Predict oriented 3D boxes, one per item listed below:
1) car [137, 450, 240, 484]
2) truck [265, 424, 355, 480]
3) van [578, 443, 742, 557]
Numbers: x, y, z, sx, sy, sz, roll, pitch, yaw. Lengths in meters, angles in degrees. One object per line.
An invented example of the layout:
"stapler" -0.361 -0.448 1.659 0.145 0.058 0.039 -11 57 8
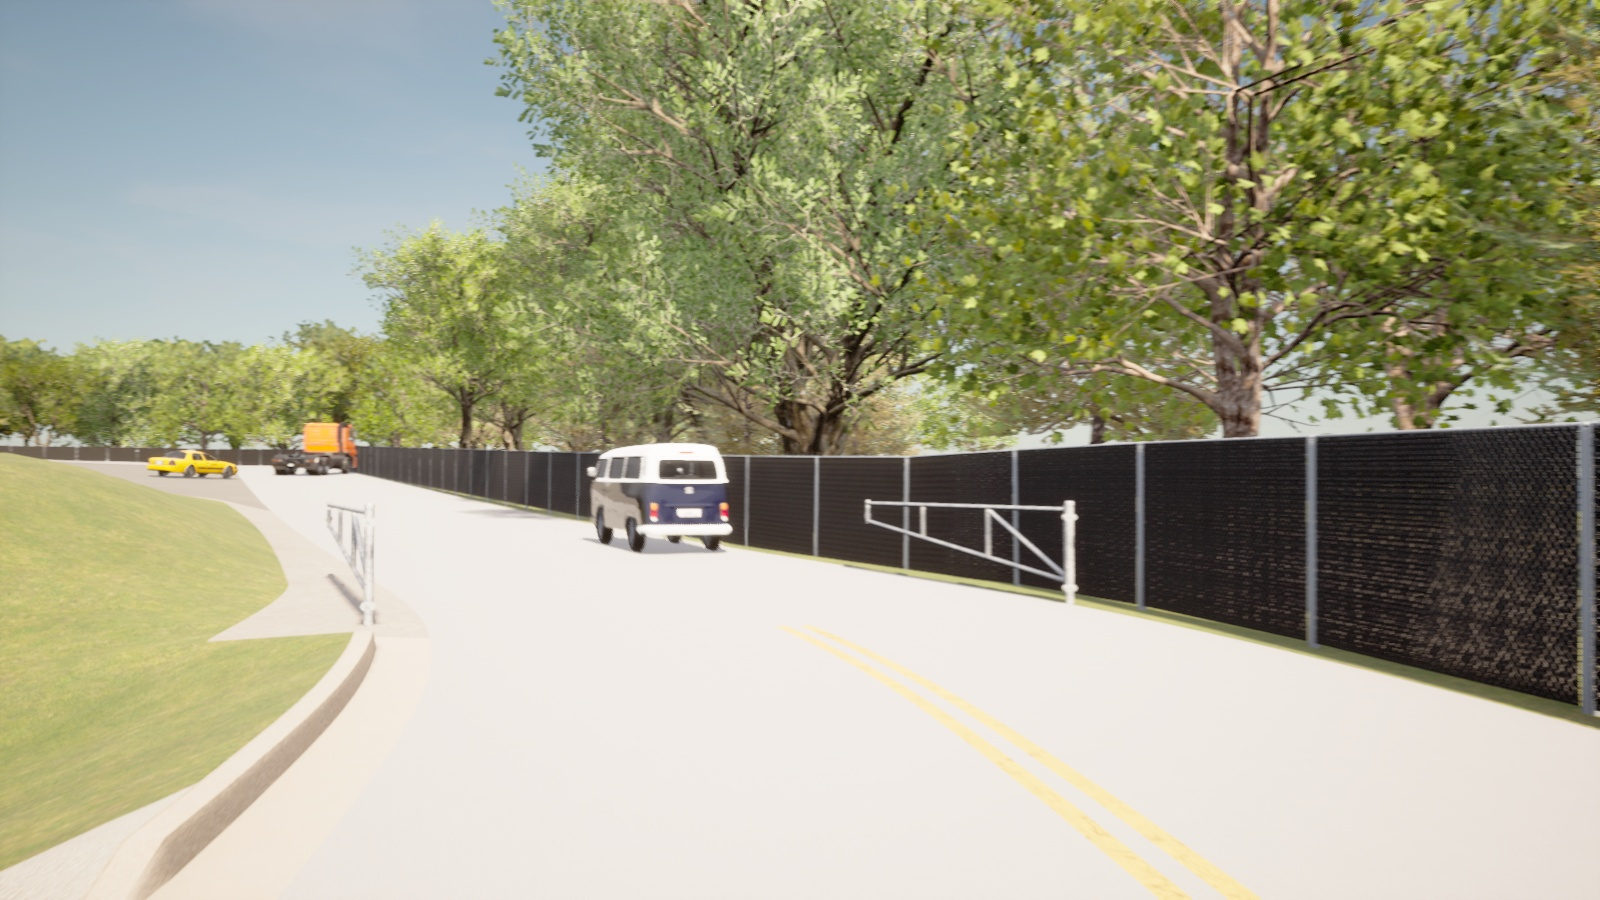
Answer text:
"car" -32.494 0.941 66.883 1.801 1.575 5.366 3 -1 14
"truck" -31.726 0.118 81.678 2.891 3.462 7.936 1 0 -1
"van" -2.905 0.933 25.038 2.069 2.038 4.480 0 -1 -23
